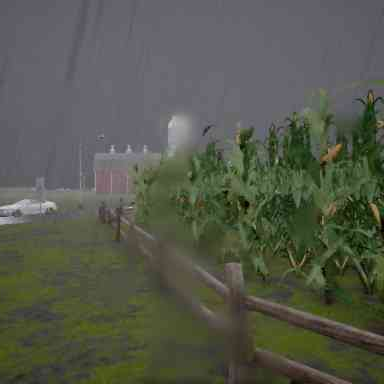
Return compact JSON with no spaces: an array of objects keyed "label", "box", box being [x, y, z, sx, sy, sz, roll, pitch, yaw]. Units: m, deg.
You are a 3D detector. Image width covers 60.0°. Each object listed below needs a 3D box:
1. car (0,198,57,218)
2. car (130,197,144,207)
[{"label":"car","box":[-13.290,1.271,27.100,1.812,1.442,4.674,-1,1,31]},{"label":"car","box":[-5.728,1.044,40.515,1.994,1.385,4.181,-1,1,28]}]
